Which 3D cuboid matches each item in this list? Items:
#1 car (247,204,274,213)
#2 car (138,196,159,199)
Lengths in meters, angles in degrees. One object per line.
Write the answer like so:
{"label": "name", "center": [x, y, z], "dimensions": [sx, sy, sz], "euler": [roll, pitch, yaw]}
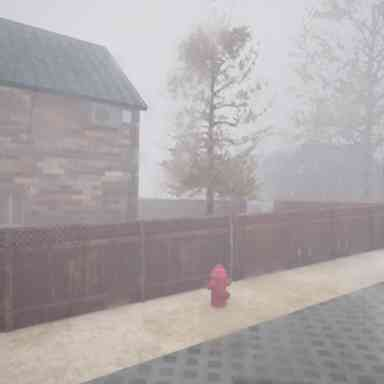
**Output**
{"label": "car", "center": [5.350, 1.639, 26.222], "dimensions": [1.994, 1.385, 4.181], "euler": [1, -1, -35]}
{"label": "car", "center": [-5.138, 1.505, 41.370], "dimensions": [2.150, 2.045, 5.566], "euler": [1, -1, -34]}
